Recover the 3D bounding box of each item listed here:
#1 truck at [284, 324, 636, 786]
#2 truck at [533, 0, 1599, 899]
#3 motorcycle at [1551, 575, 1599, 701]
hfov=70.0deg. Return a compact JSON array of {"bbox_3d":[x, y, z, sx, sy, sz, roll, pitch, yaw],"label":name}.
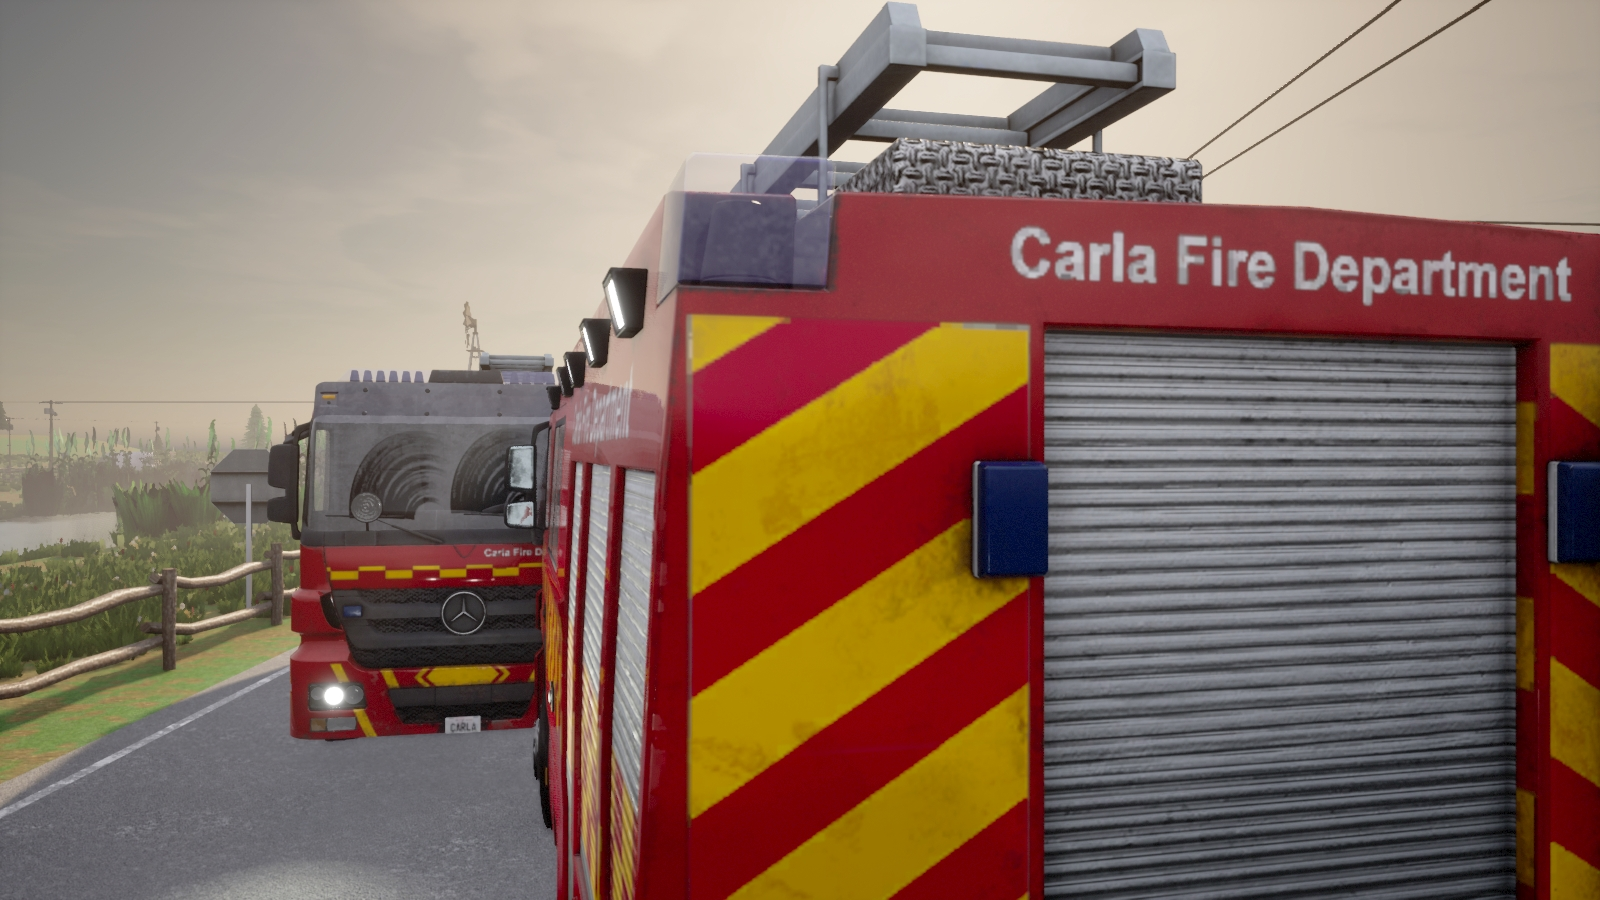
[{"bbox_3d":[-3.898,0.862,13.916,2.891,3.827,8.468,0,0,-14],"label":"truck"},{"bbox_3d":[-0.038,0.867,6.873,2.891,3.827,8.468,0,0,-14],"label":"truck"},{"bbox_3d":[9.797,2.142,13.150,1.805,1.316,0.856,0,0,-7],"label":"motorcycle"}]
